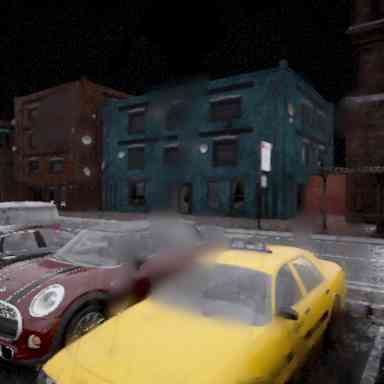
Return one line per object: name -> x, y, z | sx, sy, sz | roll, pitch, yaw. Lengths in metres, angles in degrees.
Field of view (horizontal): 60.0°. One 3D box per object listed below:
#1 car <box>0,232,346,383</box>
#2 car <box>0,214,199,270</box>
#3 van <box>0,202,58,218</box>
car -> 0.664, 1.482, 4.445 | 1.946, 1.575, 5.366 | 0, 0, 36
car -> -1.370, 1.368, 6.170 | 2.185, 1.767, 4.553 | 0, 0, 36
van -> -6.083, 1.286, 9.366 | 1.878, 1.987, 4.442 | 0, 0, 36
